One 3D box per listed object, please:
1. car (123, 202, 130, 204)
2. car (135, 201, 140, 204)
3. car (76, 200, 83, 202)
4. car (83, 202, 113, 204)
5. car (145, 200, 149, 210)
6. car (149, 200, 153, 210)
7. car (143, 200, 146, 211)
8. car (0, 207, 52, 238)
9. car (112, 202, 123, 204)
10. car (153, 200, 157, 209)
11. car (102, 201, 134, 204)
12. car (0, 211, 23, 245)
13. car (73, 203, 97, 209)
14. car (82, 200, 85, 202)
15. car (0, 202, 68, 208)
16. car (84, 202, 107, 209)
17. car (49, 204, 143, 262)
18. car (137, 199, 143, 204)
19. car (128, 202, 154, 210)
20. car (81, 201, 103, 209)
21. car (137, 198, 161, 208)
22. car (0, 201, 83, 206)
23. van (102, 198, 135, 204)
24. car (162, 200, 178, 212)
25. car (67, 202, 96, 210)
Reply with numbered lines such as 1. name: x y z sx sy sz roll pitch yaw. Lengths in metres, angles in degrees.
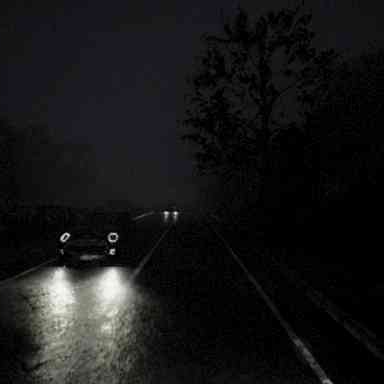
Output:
1. car: -10.287 2.200 39.409 4.792 1.488 2.163 0 -1 0
2. car: -10.345 2.376 47.736 4.792 1.488 2.163 0 -1 0
3. car: -23.366 2.731 61.640 4.792 1.488 2.163 0 -2 0
4. car: -10.323 1.996 31.083 4.892 1.521 2.231 0 -1 0
5. car: -10.500 2.540 56.055 5.366 1.575 1.946 0 -2 0
6. car: -10.129 2.613 58.706 5.366 1.575 1.946 0 -2 0
7. car: -10.309 2.473 53.288 4.892 1.521 2.231 0 -2 0
8. car: -10.312 1.701 17.205 5.008 1.535 2.097 0 -1 0
9. car: -10.131 2.050 33.858 5.366 1.575 1.946 0 -1 0
10. car: -10.129 2.780 64.377 5.366 1.575 1.946 0 -2 0
11. car: -10.287 2.258 42.184 4.792 1.488 2.163 0 -1 0
12. car: -10.320 1.683 14.429 4.674 1.452 2.002 0 -1 0
13. car: -23.391 3.072 72.714 4.674 1.452 2.002 0 -2 0
14. car: -23.423 2.533 64.417 5.566 2.045 2.435 0 -2 0
15. car: -10.286 1.635 19.983 4.553 1.767 2.185 0 -1 0
16. car: -23.388 3.275 80.899 5.008 1.535 2.097 0 -2 0
17. car: -3.362 1.506 12.744 2.097 1.767 4.553 0 -1 0
18. car: -10.347 2.282 50.512 4.553 1.767 2.185 0 -1 0
19. car: -10.320 2.866 67.152 4.892 1.521 2.231 0 -2 0
20. car: -23.424 3.067 78.132 4.553 1.767 2.185 0 -2 0
21. car: -10.342 2.780 72.709 5.566 2.045 2.435 0 -2 0
22. car: -10.286 1.693 22.759 4.553 1.767 2.185 0 -1 0
23. van: -10.432 2.062 44.965 4.442 1.987 1.878 0 -1 0
24. car: -3.426 2.558 55.995 1.837 1.490 4.892 0 -1 0
25. car: -23.208 2.946 69.946 5.366 1.575 1.946 0 -2 0
